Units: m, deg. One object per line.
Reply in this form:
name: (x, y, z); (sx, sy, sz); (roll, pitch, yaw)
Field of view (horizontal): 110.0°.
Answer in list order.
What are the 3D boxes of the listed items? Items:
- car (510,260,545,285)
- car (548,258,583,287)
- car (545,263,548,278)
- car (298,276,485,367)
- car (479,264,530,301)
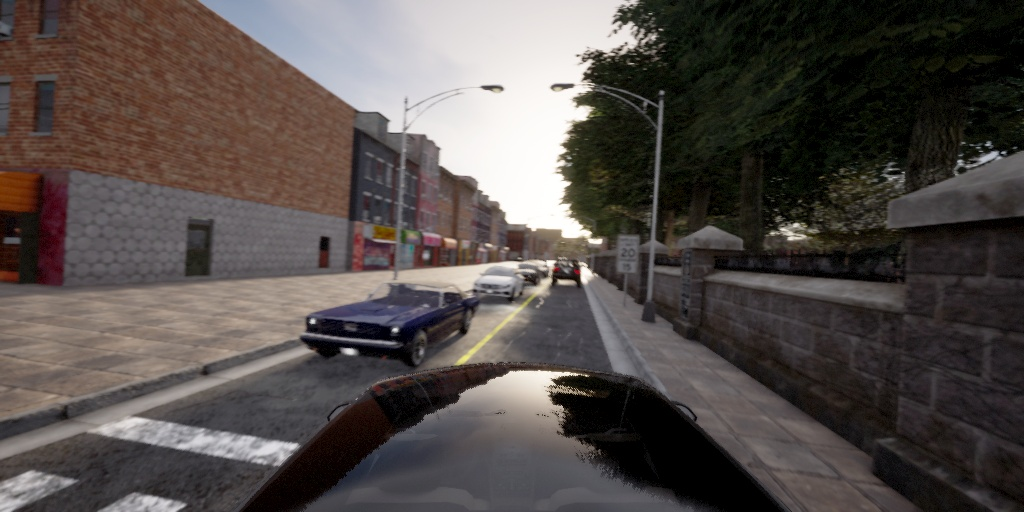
car: (1.156, 1.287, 27.118); (1.837, 1.490, 4.892); (3, 0, 10)
car: (4.276, 1.188, 27.804); (2.150, 2.045, 5.566); (3, 0, 10)
car: (2.877, 1.412, 36.915); (2.033, 1.411, 5.357); (3, 0, 10)
car: (-2.177, 1.215, 7.813); (1.895, 1.301, 4.718); (3, 0, 10)
car: (-0.525, 1.226, 17.396); (1.812, 1.442, 4.674); (3, 0, 10)
